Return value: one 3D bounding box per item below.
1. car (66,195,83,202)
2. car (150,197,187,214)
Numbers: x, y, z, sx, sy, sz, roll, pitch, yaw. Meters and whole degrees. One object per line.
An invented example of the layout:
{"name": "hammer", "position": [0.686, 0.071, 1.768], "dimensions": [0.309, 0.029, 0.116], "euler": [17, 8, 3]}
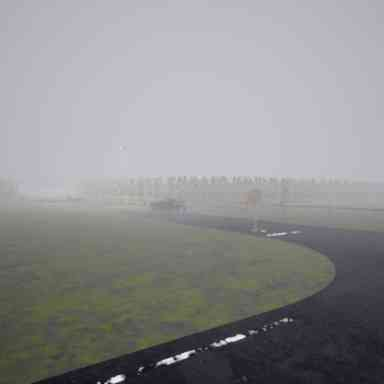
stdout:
{"name": "car", "position": [-21.070, 1.126, 59.507], "dimensions": [1.895, 1.301, 4.718], "euler": [0, 1, -36]}
{"name": "car", "position": [-2.349, 1.266, 32.599], "dimensions": [2.128, 1.511, 4.902], "euler": [0, 1, -35]}
